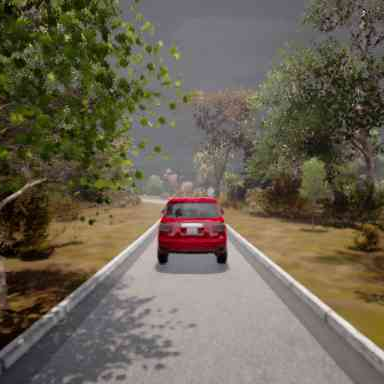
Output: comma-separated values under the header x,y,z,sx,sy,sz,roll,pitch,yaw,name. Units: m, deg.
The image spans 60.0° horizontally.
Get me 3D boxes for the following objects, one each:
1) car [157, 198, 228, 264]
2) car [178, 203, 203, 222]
x,y,z,sx,sy,sz,roll,pitch,yaw,name
0.029,1.246,12.089,2.150,2.045,5.566,0,-1,0,car
-0.131,1.676,27.727,1.895,1.301,4.718,0,0,-1,car
